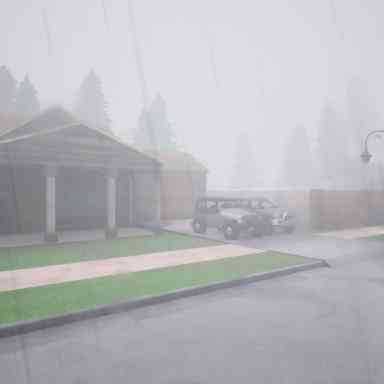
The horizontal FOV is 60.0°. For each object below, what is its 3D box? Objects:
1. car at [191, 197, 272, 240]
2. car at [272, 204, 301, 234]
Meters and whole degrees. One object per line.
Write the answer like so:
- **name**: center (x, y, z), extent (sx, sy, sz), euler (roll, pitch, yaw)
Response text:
- **car**: center (1.596, 1.176, 15.971), extent (1.905, 1.878, 3.866), euler (0, 0, -36)
- **car**: center (3.415, 1.174, 17.749), extent (1.932, 1.855, 4.605), euler (0, 0, -36)
